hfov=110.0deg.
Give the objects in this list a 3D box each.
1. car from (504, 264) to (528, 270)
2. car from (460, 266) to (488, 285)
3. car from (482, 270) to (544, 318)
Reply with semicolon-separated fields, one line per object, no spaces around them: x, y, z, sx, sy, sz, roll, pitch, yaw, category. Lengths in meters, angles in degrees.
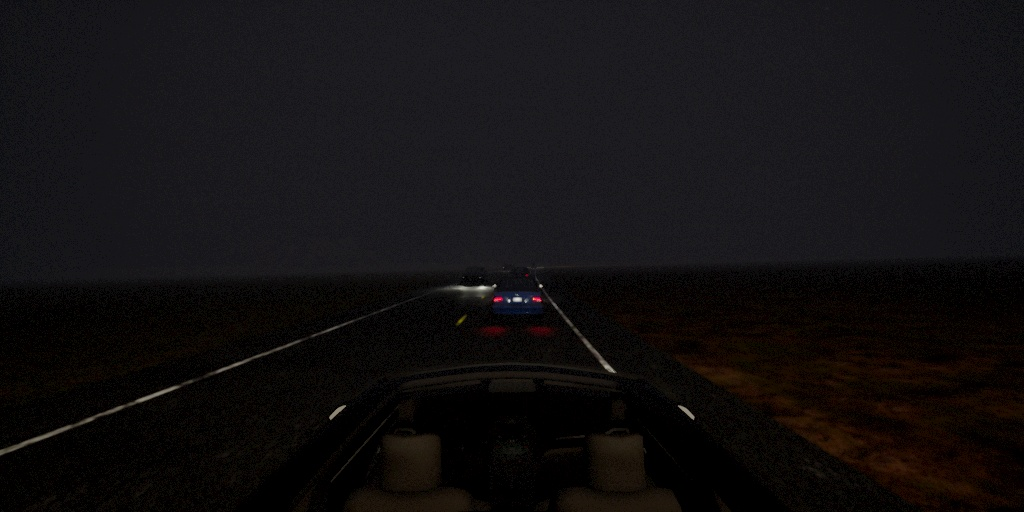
0.675;1.661;31.196;2.033;1.411;5.357;0;-1;2;car
-3.058;1.577;30.069;1.882;1.535;5.008;0;-1;2;car
0.214;1.448;13.755;2.033;1.411;5.357;0;-1;1;car
